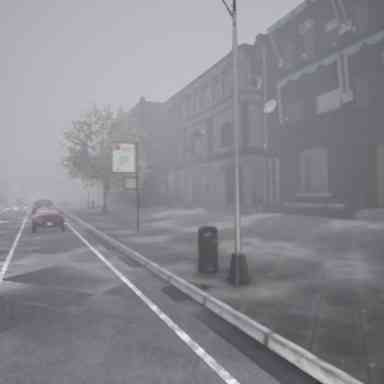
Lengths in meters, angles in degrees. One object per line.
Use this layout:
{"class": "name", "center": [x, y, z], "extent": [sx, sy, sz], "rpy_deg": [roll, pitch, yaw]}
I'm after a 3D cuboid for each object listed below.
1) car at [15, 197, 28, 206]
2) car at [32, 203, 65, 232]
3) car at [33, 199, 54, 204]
{"class": "car", "center": [-29.928, 1.741, 58.591], "extent": [1.837, 1.490, 4.892], "rpy_deg": [-1, 0, -25]}
{"class": "car", "center": [-9.374, 1.707, 21.735], "extent": [1.812, 1.442, 4.674], "rpy_deg": [-1, 0, -25]}
{"class": "car", "center": [-16.730, 1.560, 37.549], "extent": [2.097, 1.767, 4.553], "rpy_deg": [-1, 0, -25]}
